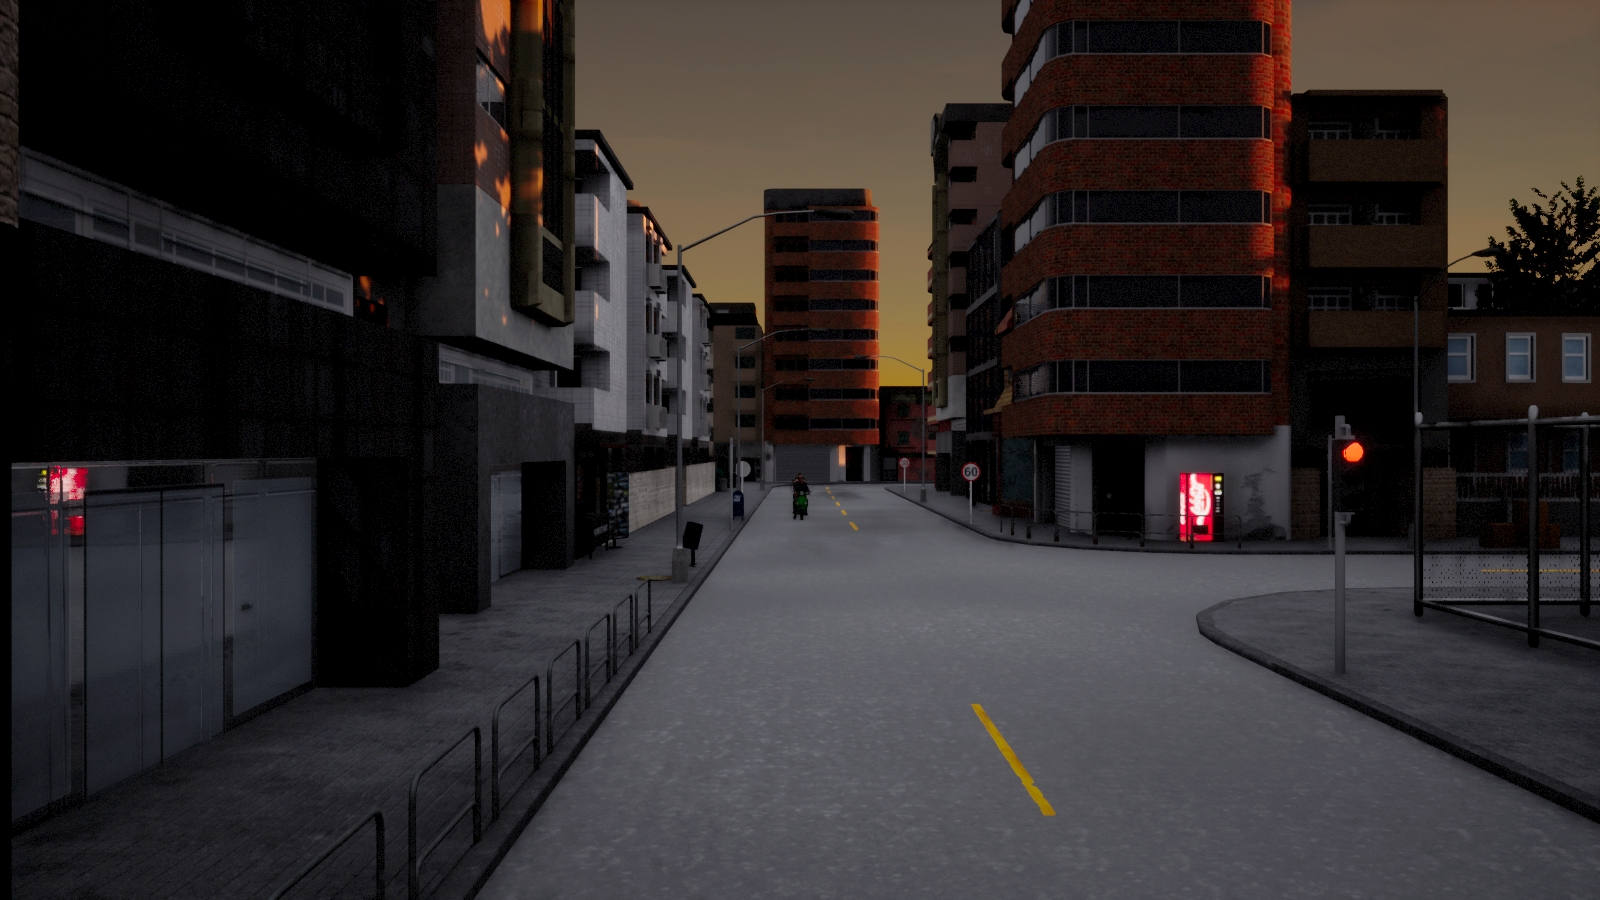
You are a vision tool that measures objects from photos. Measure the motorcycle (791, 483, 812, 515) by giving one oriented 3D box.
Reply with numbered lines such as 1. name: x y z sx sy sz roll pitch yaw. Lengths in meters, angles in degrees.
1. motorcycle: 0.063 1.970 46.521 0.856 1.236 1.805 0 0 0

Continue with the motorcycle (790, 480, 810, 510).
1. motorcycle: 0.019 1.970 50.389 0.856 1.236 1.805 0 0 0
